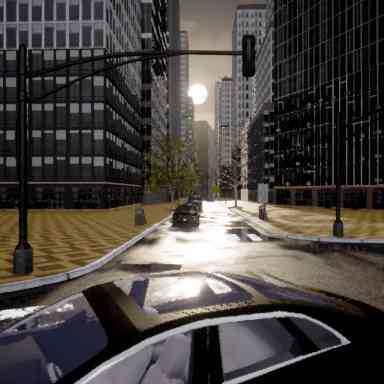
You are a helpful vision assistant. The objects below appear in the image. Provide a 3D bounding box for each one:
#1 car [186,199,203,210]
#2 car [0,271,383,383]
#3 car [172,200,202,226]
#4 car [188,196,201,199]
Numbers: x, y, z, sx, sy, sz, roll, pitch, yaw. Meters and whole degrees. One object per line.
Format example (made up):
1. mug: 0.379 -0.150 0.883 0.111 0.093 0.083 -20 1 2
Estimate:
1. car: -0.011 1.777 35.613 1.812 1.442 4.674 0 0 2
2. car: -0.429 1.506 2.568 4.902 1.511 2.128 0 0 -27
3. car: -0.397 1.654 25.401 1.882 1.535 5.008 0 0 2
4. car: 0.389 1.554 46.265 2.150 2.045 5.566 0 0 2
